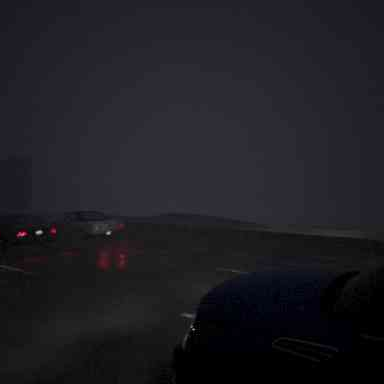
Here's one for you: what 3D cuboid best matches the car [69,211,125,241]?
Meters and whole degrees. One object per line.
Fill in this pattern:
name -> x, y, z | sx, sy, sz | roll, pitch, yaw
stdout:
car -> -5.652, 1.608, 16.618 | 4.718, 1.301, 1.895 | 0, 0, 35

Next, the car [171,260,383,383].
car -> 2.463, 1.219, 2.235 | 5.566, 2.045, 2.150 | 0, 0, 35

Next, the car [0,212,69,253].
car -> -7.718, 1.554, 13.791 | 5.357, 1.411, 2.033 | 0, 0, 35
